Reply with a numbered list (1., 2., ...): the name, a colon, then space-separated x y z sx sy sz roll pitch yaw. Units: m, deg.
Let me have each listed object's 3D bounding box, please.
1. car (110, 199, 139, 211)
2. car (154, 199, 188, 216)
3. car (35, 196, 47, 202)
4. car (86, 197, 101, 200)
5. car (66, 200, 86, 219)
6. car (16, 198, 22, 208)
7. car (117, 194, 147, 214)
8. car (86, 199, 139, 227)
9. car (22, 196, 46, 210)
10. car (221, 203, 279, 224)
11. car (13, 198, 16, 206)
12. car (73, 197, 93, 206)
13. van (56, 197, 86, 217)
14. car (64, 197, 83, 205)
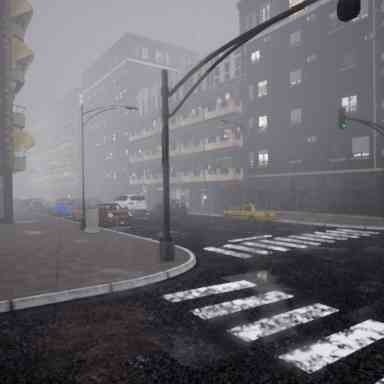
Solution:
1. car: -8.677 1.576 42.336 2.008 1.369 4.403 -1 1 -36
2. car: -2.234 1.436 33.336 1.967 1.590 4.097 -1 1 -36
3. car: -37.678 1.723 82.831 1.887 1.381 4.507 -1 1 -36
4. car: -15.123 1.496 51.334 1.967 1.590 4.097 -1 1 -36
5. car: -8.946 1.649 28.321 1.752 1.417 4.829 -1 1 -36
6. car: -25.156 1.767 50.956 1.947 1.339 4.313 -1 1 -36
7. car: -6.781 1.268 35.236 2.150 2.045 5.566 -1 0 -36
8. car: -5.825 1.550 23.959 1.967 1.590 4.097 -1 1 -36
9. car: -21.936 1.625 46.456 1.967 1.590 4.097 -1 1 -36
10. car: 4.113 1.493 24.477 1.752 1.417 4.829 -1 1 -36
11. car: -31.601 1.780 59.955 1.887 1.381 4.507 -1 1 -36
12. car: -18.344 1.638 55.834 1.947 1.339 4.313 -1 1 -36
13. van: -12.270 1.480 32.956 1.690 1.788 3.998 -1 1 -36
14. car: -21.566 1.640 60.334 2.008 1.369 4.403 -1 1 -36
